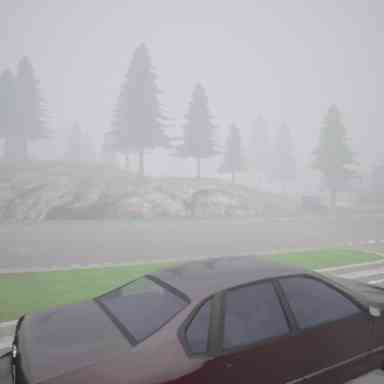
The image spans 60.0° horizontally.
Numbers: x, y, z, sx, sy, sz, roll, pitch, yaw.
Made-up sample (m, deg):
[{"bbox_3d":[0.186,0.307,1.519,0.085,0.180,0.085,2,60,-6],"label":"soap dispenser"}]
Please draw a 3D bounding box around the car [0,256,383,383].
[{"bbox_3d":[0.708,1.549,4.047,5.357,1.411,2.033,0,0,-30],"label":"car"}]
